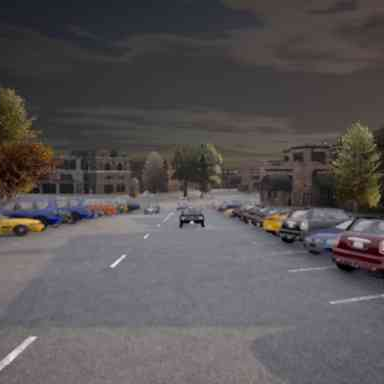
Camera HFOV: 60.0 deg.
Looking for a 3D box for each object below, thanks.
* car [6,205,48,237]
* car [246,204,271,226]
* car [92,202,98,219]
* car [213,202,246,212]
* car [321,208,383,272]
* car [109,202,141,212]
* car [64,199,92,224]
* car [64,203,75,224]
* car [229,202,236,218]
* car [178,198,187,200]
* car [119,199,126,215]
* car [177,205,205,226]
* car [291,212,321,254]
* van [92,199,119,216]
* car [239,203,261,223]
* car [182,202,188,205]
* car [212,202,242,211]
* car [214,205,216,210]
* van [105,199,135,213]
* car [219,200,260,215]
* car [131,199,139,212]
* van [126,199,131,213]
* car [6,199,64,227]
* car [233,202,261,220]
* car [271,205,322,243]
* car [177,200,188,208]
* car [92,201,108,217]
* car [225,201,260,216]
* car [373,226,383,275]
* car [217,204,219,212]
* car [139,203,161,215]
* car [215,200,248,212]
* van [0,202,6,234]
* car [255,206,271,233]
[{"bbox_3d":[-11.281,1.739,18.742,5.366,1.575,1.946,0,-1,-20],"label":"car"},{"bbox_3d":[6.334,1.753,21.229,4.892,1.521,2.231,1,-1,-20],"label":"car"},{"bbox_3d":[-11.458,1.991,30.692,4.792,1.488,2.163,0,-1,-19],"label":"car"},{"bbox_3d":[5.966,2.356,53.566,4.792,1.488,2.163,1,-1,-21],"label":"car"},{"bbox_3d":[6.369,1.438,9.487,4.553,1.767,2.185,1,-1,-20],"label":"car"},{"bbox_3d":[-11.000,2.396,54.717,5.008,1.535,2.097,0,-1,-19],"label":"car"},{"bbox_3d":[-11.488,1.655,27.682,5.566,2.045,2.435,0,-1,-20],"label":"car"},{"bbox_3d":[-11.468,1.853,24.674,4.892,1.521,2.231,0,-1,-20],"label":"car"},{"bbox_3d":[6.246,1.937,30.021,4.792,1.488,2.163,1,-1,-20],"label":"car"},{"bbox_3d":[-1.935,2.201,68.302,2.150,2.045,5.566,0,0,-1],"label":"car"},{"bbox_3d":[-11.217,2.053,42.733,4.553,1.767,2.185,0,-1,-19],"label":"car"},{"bbox_3d":[-0.017,1.978,26.484,1.895,1.301,4.718,0,-1,0],"label":"car"},{"bbox_3d":[6.392,1.643,12.418,4.674,1.452,2.002,1,-1,-20],"label":"car"},{"bbox_3d":[-11.415,1.900,39.682,4.442,1.987,1.878,0,-1,-19],"label":"van"},{"bbox_3d":[6.317,1.805,24.161,4.892,1.521,2.231,1,-1,-20],"label":"car"},{"bbox_3d":[0.258,2.263,42.403,1.895,1.301,4.718,0,-1,6],"label":"car"},{"bbox_3d":[5.950,2.419,56.528,4.674,1.452,2.002,1,-1,-21],"label":"car"},{"bbox_3d":[6.101,2.252,47.692,4.792,1.488,2.163,1,-1,-21],"label":"car"},{"bbox_3d":[-11.178,2.117,51.684,4.442,1.987,1.878,0,-1,-19],"label":"van"},{"bbox_3d":[6.043,2.006,35.837,5.366,1.575,1.946,1,-1,-20],"label":"car"},{"bbox_3d":[-11.103,2.036,48.741,5.566,2.045,2.435,-1,-1,-19],"label":"car"},{"bbox_3d":[-11.080,2.007,45.770,4.442,1.987,1.878,0,-1,-19],"label":"van"},{"bbox_3d":[-11.497,1.546,21.664,5.566,2.045,2.435,0,-1,-20],"label":"car"},{"bbox_3d":[6.307,1.856,27.095,5.008,1.535,2.097,1,-1,-20],"label":"car"},{"bbox_3d":[6.346,1.524,15.353,4.553,1.767,2.185,1,-1,-20],"label":"car"},{"bbox_3d":[-1.751,2.494,58.145,2.033,1.411,5.357,0,-1,-1],"label":"car"},{"bbox_3d":[-11.407,2.017,33.712,4.892,1.521,2.231,0,-1,-19],"label":"car"},{"bbox_3d":[6.255,1.960,32.967,5.008,1.535,2.097,1,-1,-20],"label":"car"},{"bbox_3d":[6.400,1.528,6.555,5.008,1.535,2.097,1,-1,-20],"label":"car"},{"bbox_3d":[6.158,2.117,41.781,5.008,1.535,2.097,1,-1,-21],"label":"car"},{"bbox_3d":[-5.153,2.184,43.765,2.128,1.511,4.902,0,-1,0],"label":"car"},{"bbox_3d":[6.006,2.148,50.624,4.553,1.767,2.185,1,-1,-21],"label":"car"},{"bbox_3d":[-11.551,1.465,15.642,4.442,1.987,1.878,0,-1,-20],"label":"van"},{"bbox_3d":[6.353,1.699,18.292,5.008,1.535,2.097,1,-1,-20],"label":"car"}]
